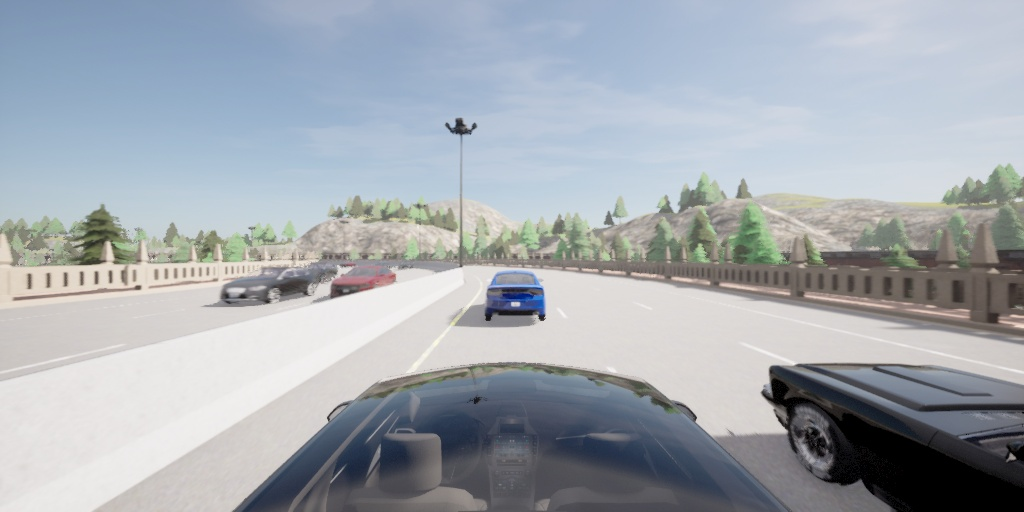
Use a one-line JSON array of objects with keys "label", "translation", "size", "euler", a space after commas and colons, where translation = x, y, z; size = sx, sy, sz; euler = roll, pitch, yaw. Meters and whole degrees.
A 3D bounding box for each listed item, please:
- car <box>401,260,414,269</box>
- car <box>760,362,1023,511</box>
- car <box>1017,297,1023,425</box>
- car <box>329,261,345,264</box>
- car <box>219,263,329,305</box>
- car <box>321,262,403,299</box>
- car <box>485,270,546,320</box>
[{"label": "car", "translation": [-17.166, 1.395, 58.267], "size": [1.837, 1.490, 4.892], "euler": [0, 0, -26]}, {"label": "car", "translation": [3.600, 1.351, 1.694], "size": [1.895, 1.301, 4.718], "euler": [0, 0, 0]}, {"label": "car", "translation": [7.100, 1.241, 1.835], "size": [2.128, 1.511, 4.902], "euler": [0, 0, 0]}, {"label": "car", "translation": [-14.985, 1.270, 27.757], "size": [2.128, 1.511, 4.902], "euler": [0, 0, -8]}, {"label": "car", "translation": [-10.692, 1.247, 16.203], "size": [2.128, 1.511, 4.902], "euler": [0, 0, -1]}, {"label": "car", "translation": [-7.233, 1.234, 17.955], "size": [1.882, 1.535, 5.008], "euler": [0, 0, -2]}, {"label": "car", "translation": [0.102, 1.230, 12.722], "size": [1.882, 1.535, 5.008], "euler": [0, 0, 0]}]
